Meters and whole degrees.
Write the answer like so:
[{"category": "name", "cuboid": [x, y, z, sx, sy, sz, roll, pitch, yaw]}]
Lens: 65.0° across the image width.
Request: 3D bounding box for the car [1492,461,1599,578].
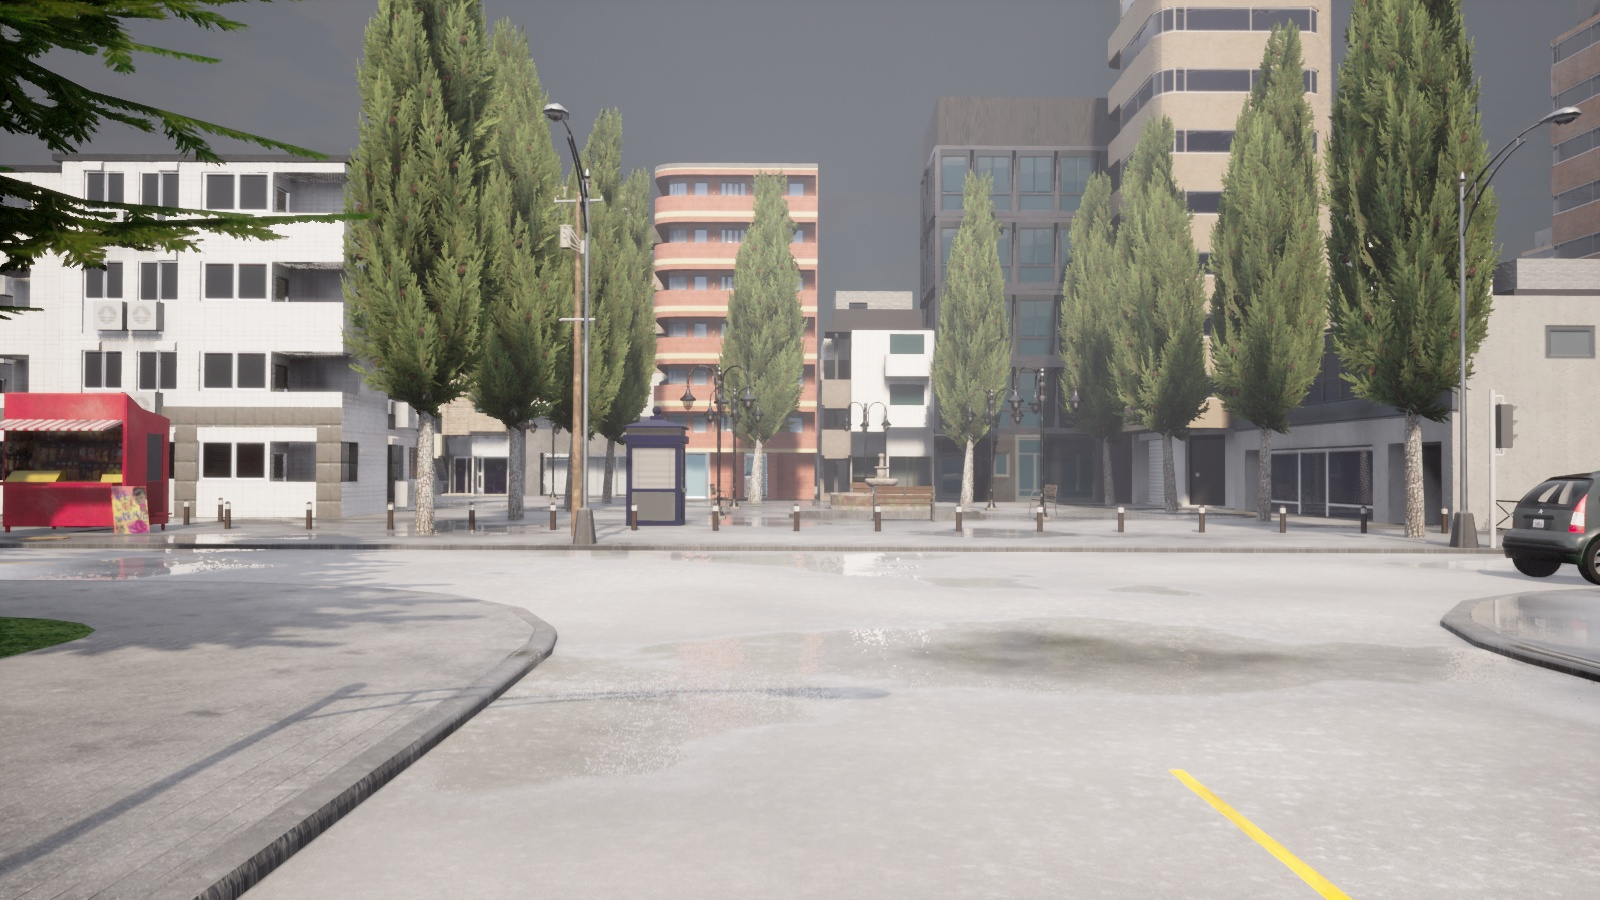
[{"category": "car", "cuboid": [12.655, 0.971, 18.445, 3.988, 1.617, 1.851, 0, -1, -4]}]
